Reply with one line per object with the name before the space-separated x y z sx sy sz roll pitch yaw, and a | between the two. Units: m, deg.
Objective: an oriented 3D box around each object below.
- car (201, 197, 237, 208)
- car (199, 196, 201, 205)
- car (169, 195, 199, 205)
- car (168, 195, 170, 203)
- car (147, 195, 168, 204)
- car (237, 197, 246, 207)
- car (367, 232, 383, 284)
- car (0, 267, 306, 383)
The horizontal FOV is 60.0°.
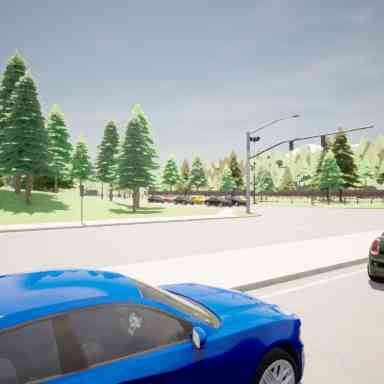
car | 3.962 1.478 49.893 1.882 1.535 5.008 0 0 -35
car | 1.107 1.478 60.113 1.882 1.535 5.008 0 0 -35
car | -1.416 1.505 57.599 1.837 1.490 4.892 0 0 -35
car | -4.636 1.352 68.443 2.097 1.767 4.553 0 0 -35
car | -7.242 1.505 66.020 1.837 1.490 4.892 0 0 -35
car | 6.581 1.478 52.258 1.882 1.535 5.008 0 0 -35
car | 6.463 1.352 8.386 4.553 1.767 2.097 0 0 -35
car | -1.032 1.478 3.012 5.008 1.535 1.882 0 0 -35
